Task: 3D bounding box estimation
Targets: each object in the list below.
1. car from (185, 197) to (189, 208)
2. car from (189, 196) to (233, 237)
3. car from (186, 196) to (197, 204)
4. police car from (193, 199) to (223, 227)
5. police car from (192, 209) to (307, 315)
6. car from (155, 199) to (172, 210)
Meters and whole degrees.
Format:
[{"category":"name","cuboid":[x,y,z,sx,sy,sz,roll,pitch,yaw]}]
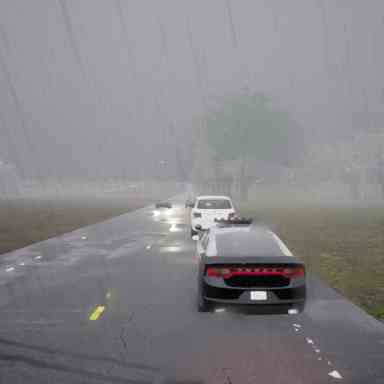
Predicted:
[{"category":"car","cuboid":[-0.002,1.480,45.574,2.033,1.411,5.357,0,0,1]},{"category":"car","cuboid":[1.034,1.213,17.732,2.150,2.045,5.566,0,0,0]},{"category":"car","cuboid":[-0.058,1.482,60.432,1.895,1.301,4.718,0,0,0]},{"category":"police car","cuboid":[1.028,1.407,23.814,1.930,1.638,5.238,0,0,0]},{"category":"police car","cuboid":[1.043,1.421,7.811,1.930,1.638,5.238,0,0,0]},{"category":"car","cuboid":[-3.542,1.545,41.714,1.895,1.301,4.718,0,0,0]}]
